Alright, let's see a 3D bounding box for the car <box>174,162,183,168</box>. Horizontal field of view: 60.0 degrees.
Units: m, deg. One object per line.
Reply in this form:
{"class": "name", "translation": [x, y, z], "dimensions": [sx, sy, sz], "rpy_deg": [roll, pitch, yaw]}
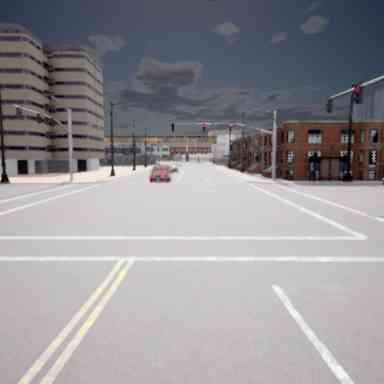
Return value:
{"class": "car", "translation": [-3.507, -7.116, 87.188], "dimensions": [2.128, 1.511, 4.902], "rpy_deg": [0, 6, 0]}

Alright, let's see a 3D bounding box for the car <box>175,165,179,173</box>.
{"class": "car", "translation": [-3.505, -4.376, 62.252], "dimensions": [2.128, 1.511, 4.902], "rpy_deg": [0, 7, 0]}

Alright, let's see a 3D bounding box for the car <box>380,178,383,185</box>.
{"class": "car", "translation": [19.751, -0.948, 30.012], "dimensions": [4.718, 1.301, 1.895], "rpy_deg": [0, 6, 0]}

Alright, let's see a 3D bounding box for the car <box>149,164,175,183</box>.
{"class": "car", "translation": [-3.560, -2.102, 38.470], "dimensions": [2.150, 2.045, 5.566], "rpy_deg": [0, 7, 2]}
